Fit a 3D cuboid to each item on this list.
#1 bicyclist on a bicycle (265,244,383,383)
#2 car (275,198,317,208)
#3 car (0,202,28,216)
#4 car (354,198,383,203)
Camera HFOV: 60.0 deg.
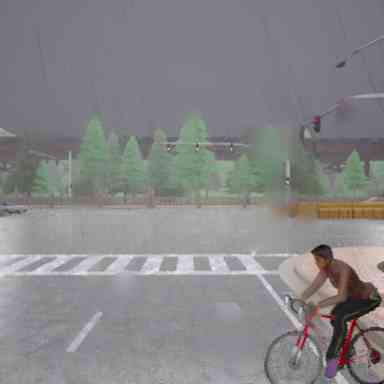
[{"bbox_3d":[1.607,1.414,3.736,1.656,1.620,0.582,0,0,-8],"label":"bicyclist on a bicycle"},{"bbox_3d":[12.460,1.473,39.793,4.892,1.490,1.837,0,0,-1],"label":"car"},{"bbox_3d":[-18.526,1.575,32.053,4.718,1.301,1.895,0,0,7],"label":"car"},{"bbox_3d":[21.862,1.446,40.006,5.008,1.535,1.882,0,0,-1],"label":"car"}]
